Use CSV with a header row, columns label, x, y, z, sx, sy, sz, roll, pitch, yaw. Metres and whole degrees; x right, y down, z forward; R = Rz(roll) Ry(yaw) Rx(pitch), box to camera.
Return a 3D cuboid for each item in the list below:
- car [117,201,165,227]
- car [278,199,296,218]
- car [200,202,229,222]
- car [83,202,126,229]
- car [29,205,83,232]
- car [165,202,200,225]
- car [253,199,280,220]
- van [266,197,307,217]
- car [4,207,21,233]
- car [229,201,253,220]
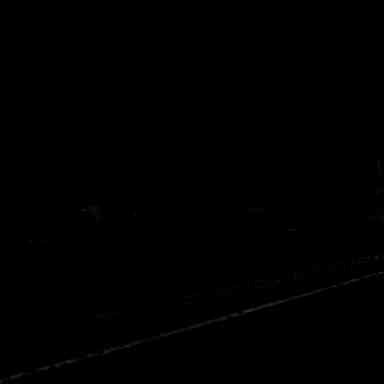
label,x,y,z,sx,sy,sz,roll,pitch,yaw
car,-4.210,1.428,23.756,2.185,1.767,4.553,0,0,-36
car,7.077,1.676,31.828,2.163,1.488,4.792,0,0,-36
car,0.326,1.591,26.955,2.231,1.521,4.892,0,0,-36
car,-6.448,1.576,22.113,2.002,1.452,4.674,0,0,-36
car,-8.703,1.519,20.496,2.097,1.535,5.008,0,0,-36
car,-1.938,1.572,25.350,2.097,1.535,5.008,0,0,-36
car,4.944,1.624,30.037,1.946,1.575,5.366,0,0,-36
van,9.419,1.439,33.323,1.878,1.987,4.442,0,0,-36
car,-10.963,1.542,18.881,2.002,1.452,4.674,0,0,-36
car,2.562,1.638,28.597,2.163,1.488,4.792,0,0,-36
